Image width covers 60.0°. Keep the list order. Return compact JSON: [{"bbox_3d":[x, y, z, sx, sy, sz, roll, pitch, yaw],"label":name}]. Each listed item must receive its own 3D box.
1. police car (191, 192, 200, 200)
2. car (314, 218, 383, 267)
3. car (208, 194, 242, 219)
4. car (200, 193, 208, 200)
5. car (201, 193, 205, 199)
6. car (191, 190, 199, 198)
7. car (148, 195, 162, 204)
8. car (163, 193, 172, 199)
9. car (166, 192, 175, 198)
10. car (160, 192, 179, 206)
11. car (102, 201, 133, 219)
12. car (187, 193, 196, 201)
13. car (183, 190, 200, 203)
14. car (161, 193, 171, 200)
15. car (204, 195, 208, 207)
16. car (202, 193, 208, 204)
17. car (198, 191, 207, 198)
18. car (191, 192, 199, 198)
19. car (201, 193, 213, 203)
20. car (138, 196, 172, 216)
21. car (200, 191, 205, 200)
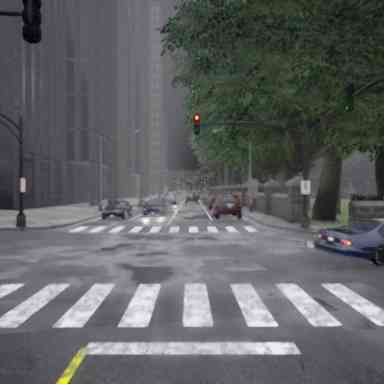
[{"bbox_3d":[0.776,0.858,77.060,1.930,1.638,5.238,0,0,0],"label":"police car"},{"bbox_3d":[6.932,1.614,11.363,5.357,1.411,2.033,1,0,-14],"label":"car"},{"bbox_3d":[2.720,1.107,26.298,2.192,1.841,5.009,0,0,0],"label":"car"},{"bbox_3d":[2.641,0.967,75.576,1.752,1.417,4.829,0,0,0],"label":"car"},{"bbox_3d":[2.685,1.187,48.124,2.008,1.369,4.403,0,0,0],"label":"car"},{"bbox_3d":[0.751,0.551,92.978,2.150,2.045,5.566,0,0,0],"label":"car"},{"bbox_3d":[-5.849,1.179,53.561,1.802,1.307,4.206,0,0,0],"label":"car"},{"bbox_3d":[-5.893,0.951,80.845,1.887,1.381,4.507,0,0,0],"label":"car"},{"bbox_3d":[-5.910,0.775,91.758,1.967,1.590,4.097,0,0,0],"label":"car"},{"bbox_3d":[-3.158,1.167,47.412,1.812,1.442,4.674,0,0,0],"label":"car"},{"bbox_3d":[-5.805,1.359,26.276,1.947,1.339,4.313,0,0,0],"label":"car"},{"bbox_3d":[-0.107,0.984,66.415,1.882,1.535,5.008,0,0,0],"label":"car"},{"bbox_3d":[-0.039,0.929,56.360,2.097,1.767,4.553,0,0,0],"label":"car"},{"bbox_3d":[-5.884,0.988,75.388,1.887,1.381,4.507,0,0,0],"label":"car"},{"bbox_3d":[2.703,1.280,37.212,1.947,1.339,4.313,0,0,0],"label":"car"},{"bbox_3d":[2.694,1.226,42.668,2.008,1.369,4.403,0,0,0],"label":"car"},{"bbox_3d":[2.623,0.685,86.318,2.192,1.841,5.009,0,0,0],"label":"car"},{"bbox_3d":[0.760,0.873,86.950,1.837,1.490,4.892,0,0,0],"label":"car"},{"bbox_3d":[2.668,0.998,59.036,1.967,1.590,4.097,0,0,0],"label":"car"},{"bbox_3d":[-3.147,1.317,29.368,2.033,1.411,5.357,0,0,0],"label":"car"},{"bbox_3d":[2.677,1.037,53.580,1.967,1.590,4.097,0,0,0],"label":"car"}]
